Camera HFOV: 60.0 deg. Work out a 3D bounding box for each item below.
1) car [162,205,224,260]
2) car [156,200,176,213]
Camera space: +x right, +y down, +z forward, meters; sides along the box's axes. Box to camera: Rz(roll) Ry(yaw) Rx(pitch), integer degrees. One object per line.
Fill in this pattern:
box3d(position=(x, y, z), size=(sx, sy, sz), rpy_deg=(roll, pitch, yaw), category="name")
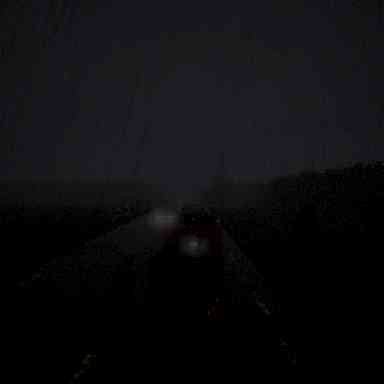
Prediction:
box3d(position=(0.078, 1.460, 12.385), size=(1.882, 1.535, 5.008), rpy_deg=(0, -1, 1), category="car")
box3d(position=(-2.796, 1.539, 36.548), size=(1.895, 1.301, 4.718), rpy_deg=(0, 0, 0), category="car")
